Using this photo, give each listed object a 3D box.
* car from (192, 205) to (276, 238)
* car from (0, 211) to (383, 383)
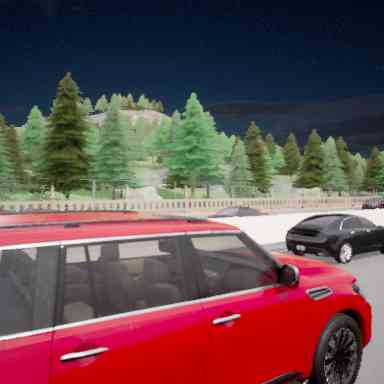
[{"bbox_3d":[2.446,1.544,18.619,4.674,1.442,1.812,0,0,-36],"label":"car"},{"bbox_3d":[-0.408,1.223,3.456,5.566,2.045,2.150,0,0,-35],"label":"car"}]
